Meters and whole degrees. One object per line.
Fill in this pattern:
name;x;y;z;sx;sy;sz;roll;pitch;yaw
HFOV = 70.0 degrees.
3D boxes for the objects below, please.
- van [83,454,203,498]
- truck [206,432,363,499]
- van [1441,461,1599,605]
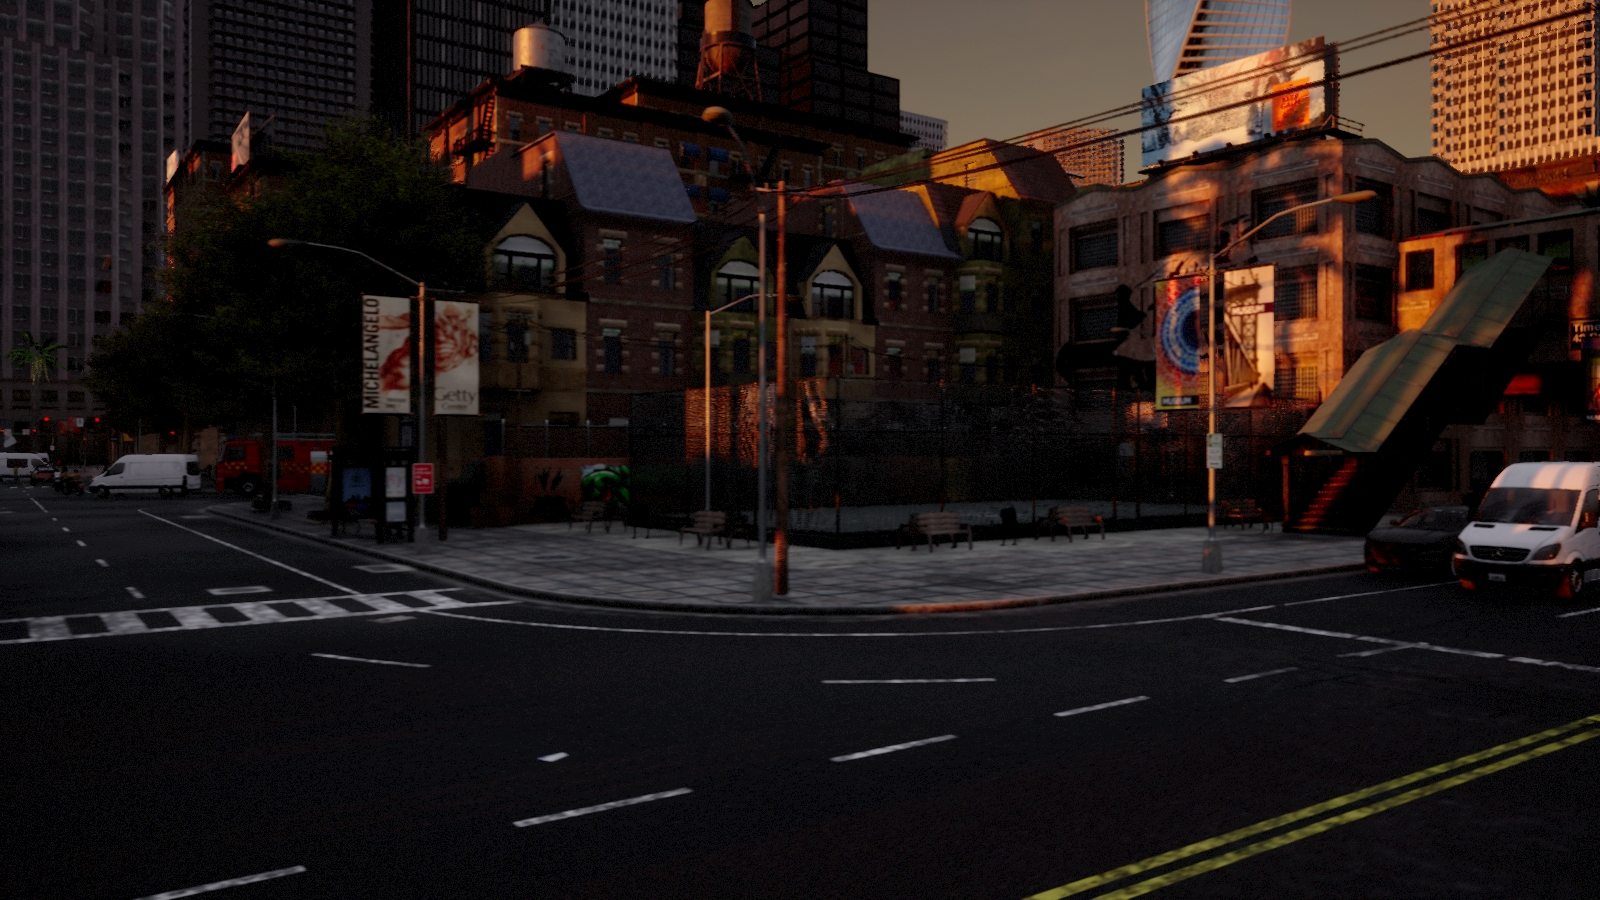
van;-38.865;1.535;67.721;5.915;2.561;1.988;0;0;-2
truck;-31.132;0.891;69.117;8.468;3.827;2.891;0;0;-29
van;15.582;1.534;23.326;5.915;2.561;1.988;0;0;-35
